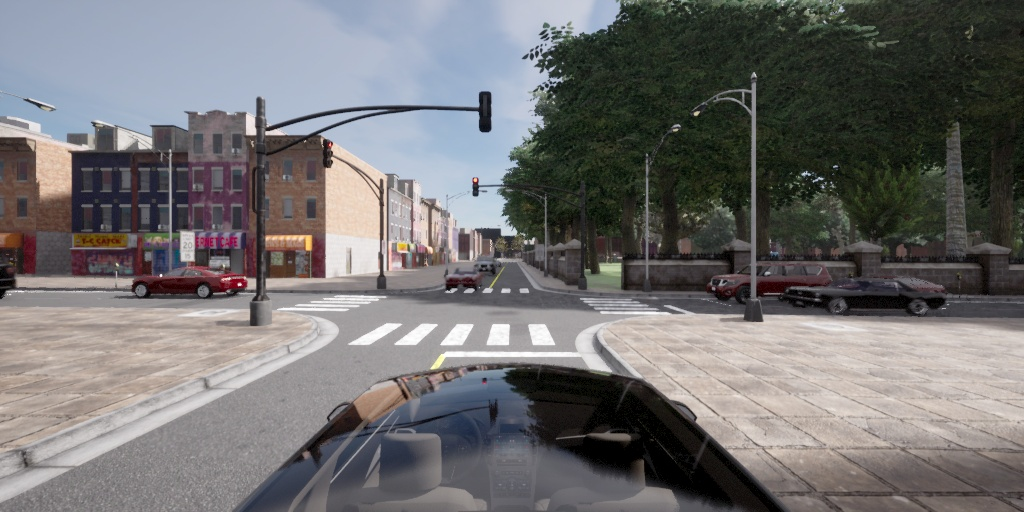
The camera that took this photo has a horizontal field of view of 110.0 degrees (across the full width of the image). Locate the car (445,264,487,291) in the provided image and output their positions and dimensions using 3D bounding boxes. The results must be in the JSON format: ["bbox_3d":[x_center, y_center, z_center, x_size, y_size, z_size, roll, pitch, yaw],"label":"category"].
[{"bbox_3d":[-2.853,1.354,22.078,1.895,1.301,4.718,0,0,0],"label":"car"}]

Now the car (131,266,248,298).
[{"bbox_3d":[-14.717,1.153,16.438,4.507,1.381,1.888,0,0,0],"label":"car"}]

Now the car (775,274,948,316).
[{"bbox_3d":[13.300,1.515,13.805,4.718,1.301,1.895,1,0,0],"label":"car"}]

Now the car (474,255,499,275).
[{"bbox_3d":[-2.858,0.966,38.845,2.150,2.045,5.566,0,0,-1],"label":"car"}]

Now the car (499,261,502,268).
[{"bbox_3d":[-2.785,1.288,60.067,1.994,1.385,4.181,0,0,0],"label":"car"}]

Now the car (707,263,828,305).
[{"bbox_3d":[11.711,1.206,16.349,5.009,1.841,2.192,0,0,0],"label":"car"}]

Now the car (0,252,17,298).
[{"bbox_3d":[-23.065,0.750,13.953,5.566,2.045,2.150,1,0,0],"label":"car"}]
